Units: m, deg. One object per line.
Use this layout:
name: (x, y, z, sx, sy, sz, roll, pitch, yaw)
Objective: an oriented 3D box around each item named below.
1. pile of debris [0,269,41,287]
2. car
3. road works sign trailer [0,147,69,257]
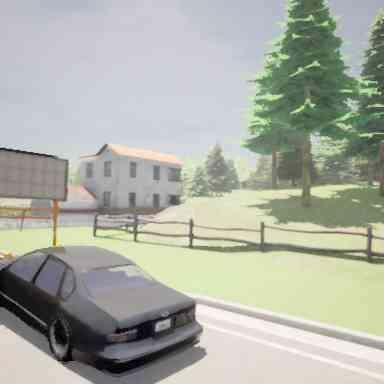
pile of debris: (-5.568, 2.454, 9.416, 1.500, 0.140, 1.860, -1, -4, 36)
car: (-2.264, 1.750, 6.300, 5.357, 1.411, 2.033, 4, 0, 42)
road works sign trailer: (-4.892, 0.610, 9.571, 2.880, 3.560, 2.380, -4, -7, 44)
